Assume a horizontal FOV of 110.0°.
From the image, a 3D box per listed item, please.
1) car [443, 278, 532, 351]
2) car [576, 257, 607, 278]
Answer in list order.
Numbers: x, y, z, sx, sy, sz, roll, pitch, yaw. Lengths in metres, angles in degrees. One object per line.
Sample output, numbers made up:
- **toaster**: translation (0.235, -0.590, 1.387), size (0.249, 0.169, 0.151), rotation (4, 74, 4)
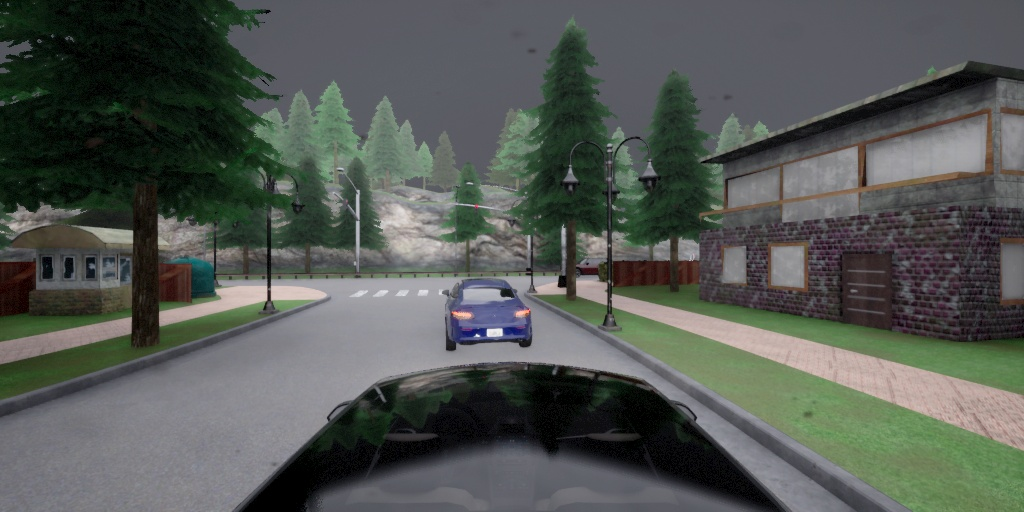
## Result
- **car**: translation (-0.748, 1.276, 9.001), size (1.812, 1.442, 4.674), rotation (0, 0, -11)
- **car**: translation (6.635, 0.945, 31.479), size (4.553, 1.767, 2.097), rotation (0, 0, -12)
